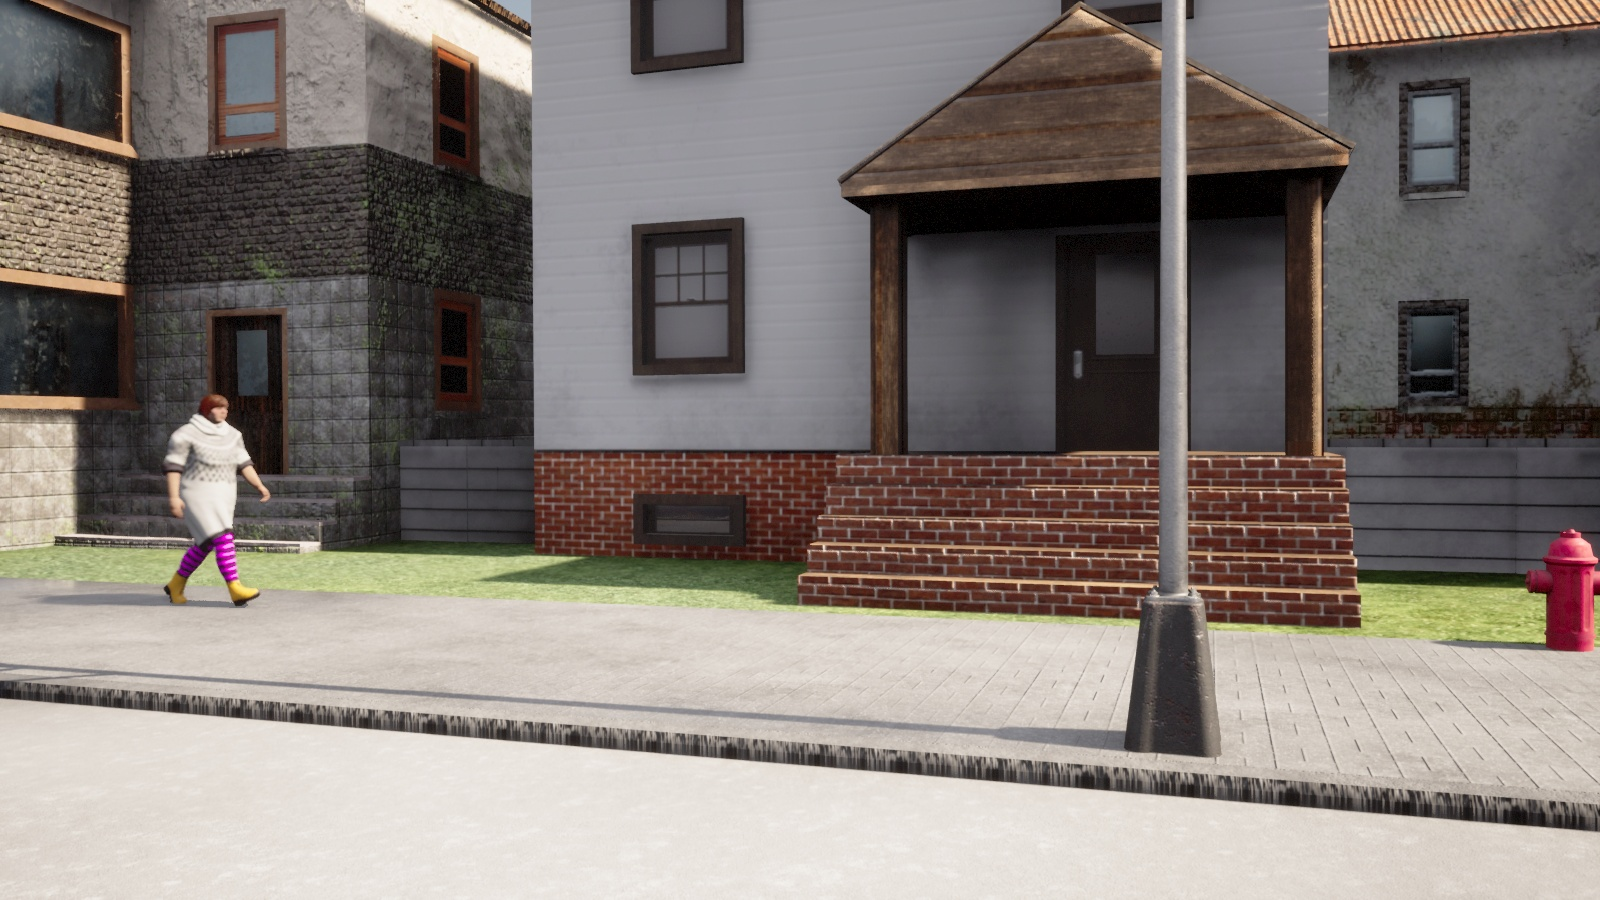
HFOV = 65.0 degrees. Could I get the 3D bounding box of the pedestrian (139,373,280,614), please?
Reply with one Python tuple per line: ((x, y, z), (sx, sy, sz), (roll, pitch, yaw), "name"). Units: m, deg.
((-4.992, 0.347, 10.641), (0.873, 1.952, 0.659), (1, 1, 22), "pedestrian")
